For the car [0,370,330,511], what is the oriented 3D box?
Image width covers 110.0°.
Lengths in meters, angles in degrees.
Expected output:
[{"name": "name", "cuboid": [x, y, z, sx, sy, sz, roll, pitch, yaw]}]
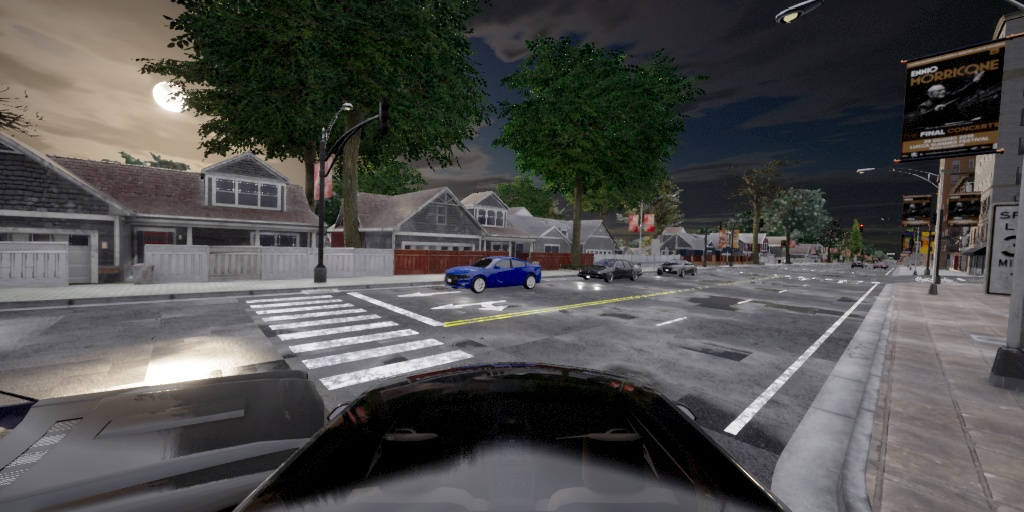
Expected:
[{"name": "car", "cuboid": [-3.325, 1.279, 1.539, 4.718, 1.301, 1.895, 1, 2, -33]}]

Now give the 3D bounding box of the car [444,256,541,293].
[{"name": "car", "cuboid": [-0.769, 0.762, 16.667, 5.008, 1.535, 1.882, 0, 3, -43]}]

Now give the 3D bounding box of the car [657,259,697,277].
[{"name": "car", "cuboid": [13.918, 0.966, 30.165, 4.181, 1.385, 1.994, 0, 3, -43]}]

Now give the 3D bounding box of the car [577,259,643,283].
[{"name": "car", "cuboid": [6.559, 0.889, 23.416, 5.357, 1.411, 2.033, 0, 3, -43]}]
